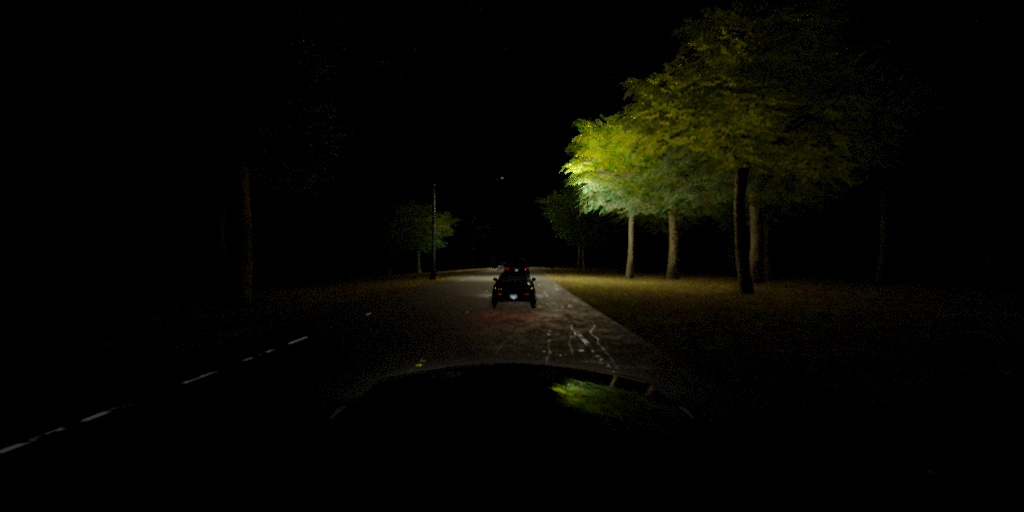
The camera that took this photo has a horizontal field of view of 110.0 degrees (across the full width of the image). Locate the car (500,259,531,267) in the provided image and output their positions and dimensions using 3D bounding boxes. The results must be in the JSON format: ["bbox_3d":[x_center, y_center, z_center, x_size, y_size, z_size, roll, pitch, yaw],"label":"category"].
[{"bbox_3d":[0.432,1.237,30.772,2.150,2.045,5.566,0,0,2],"label":"car"}]

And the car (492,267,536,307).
[{"bbox_3d":[0.102,1.410,16.177,1.812,1.442,4.674,0,0,1],"label":"car"}]

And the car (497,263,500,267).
[{"bbox_3d":[-1.590,1.845,62.036,1.812,1.442,4.674,0,-1,4],"label":"car"}]
